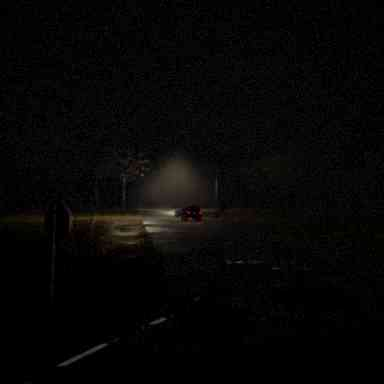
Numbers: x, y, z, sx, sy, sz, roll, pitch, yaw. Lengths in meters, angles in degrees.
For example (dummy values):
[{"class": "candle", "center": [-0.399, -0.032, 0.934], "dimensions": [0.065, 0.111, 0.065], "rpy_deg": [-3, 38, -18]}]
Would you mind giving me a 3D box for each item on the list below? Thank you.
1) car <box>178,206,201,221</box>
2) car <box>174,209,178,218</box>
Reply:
[{"class": "car", "center": [-0.143, 3.004, 46.925], "dimensions": [2.150, 2.045, 5.566], "rpy_deg": [1, -2, -10]}, {"class": "car", "center": [-1.898, 3.638, 57.148], "dimensions": [1.812, 1.442, 4.674], "rpy_deg": [1, -2, -10]}]
